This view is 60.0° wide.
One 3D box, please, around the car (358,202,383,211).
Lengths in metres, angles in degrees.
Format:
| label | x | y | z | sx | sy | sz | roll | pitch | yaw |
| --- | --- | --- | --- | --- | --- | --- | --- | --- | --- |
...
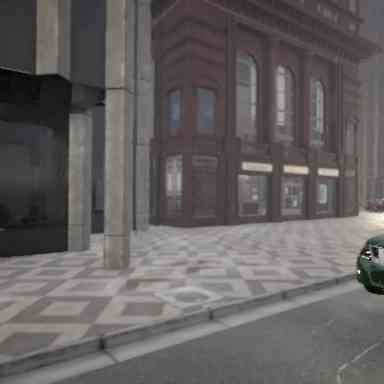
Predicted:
| label | x | y | z | sx | sy | sz | roll | pitch | yaw |
| --- | --- | --- | --- | --- | --- | --- | --- | --- | --- |
| car | 27.767 | 2.187 | 50.379 | 1.802 | 1.307 | 4.206 | 0 | -1 | -35 |

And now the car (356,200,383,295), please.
| label | x | y | z | sx | sy | sz | roll | pitch | yaw |
| --- | --- | --- | --- | --- | --- | --- | --- | --- | --- |
| car | 6.140 | 1.273 | 7.752 | 5.566 | 2.045 | 2.150 | 0 | 0 | -35 |

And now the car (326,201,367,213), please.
| label | x | y | z | sx | sy | sz | roll | pitch | yaw |
| --- | --- | --- | --- | --- | --- | --- | --- | --- | --- |
| car | 20.912 | 2.039 | 45.307 | 1.752 | 1.417 | 4.829 | 0 | -1 | -35 |
